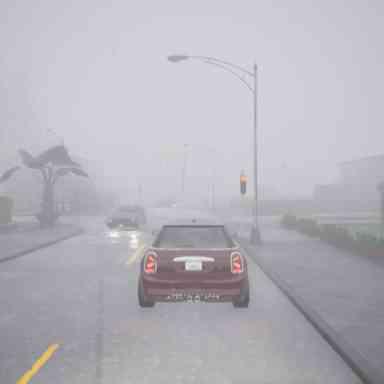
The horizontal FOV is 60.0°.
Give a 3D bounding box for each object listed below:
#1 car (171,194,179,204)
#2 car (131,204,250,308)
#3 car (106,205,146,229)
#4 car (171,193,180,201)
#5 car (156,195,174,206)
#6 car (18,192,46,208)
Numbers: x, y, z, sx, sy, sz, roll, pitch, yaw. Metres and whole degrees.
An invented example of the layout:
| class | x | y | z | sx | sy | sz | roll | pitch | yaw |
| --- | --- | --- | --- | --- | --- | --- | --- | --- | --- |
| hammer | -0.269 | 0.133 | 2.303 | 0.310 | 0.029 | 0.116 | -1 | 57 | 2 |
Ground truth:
| class | x | y | z | sx | sy | sz | roll | pitch | yaw |
| --- | --- | --- | --- | --- | --- | --- | --- | --- | --- |
| car | -4.001 | 1.599 | 61.876 | 1.895 | 1.301 | 4.718 | 0 | 0 | 0 |
| car | 0.051 | 1.352 | 8.105 | 2.097 | 1.767 | 4.553 | 0 | 0 | 1 |
| car | -4.090 | 1.546 | 21.792 | 2.033 | 1.411 | 5.357 | 0 | 0 | 0 |
| car | -3.926 | 1.211 | 76.796 | 2.150 | 2.045 | 5.566 | 0 | 0 | 0 |
| car | -4.056 | 1.562 | 47.917 | 1.994 | 1.385 | 4.181 | 0 | 0 | 0 |
| car | -19.725 | 0.984 | 41.981 | 1.905 | 1.878 | 3.866 | 0 | 0 | 35 |
